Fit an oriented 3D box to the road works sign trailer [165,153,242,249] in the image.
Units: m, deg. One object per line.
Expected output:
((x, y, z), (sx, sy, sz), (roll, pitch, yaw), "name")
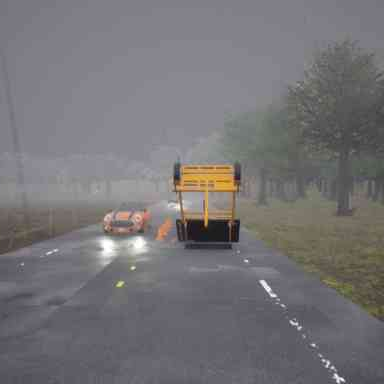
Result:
((0.548, 0.920, 11.782), (2.380, 3.560, 2.880), (0, 45, 4), "road works sign trailer")

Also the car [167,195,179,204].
((-3.485, 1.419, 60.619), (1.837, 1.490, 4.892), (0, 1, 0), "car")

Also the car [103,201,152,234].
((-3.575, 1.335, 19.070), (2.097, 1.767, 4.553), (0, 0, 0), "car")

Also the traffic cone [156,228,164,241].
((-1.467, 1.942, 15.334), (0.340, 0.580, 0.340), (0, 0, 0), "traffic cone")
